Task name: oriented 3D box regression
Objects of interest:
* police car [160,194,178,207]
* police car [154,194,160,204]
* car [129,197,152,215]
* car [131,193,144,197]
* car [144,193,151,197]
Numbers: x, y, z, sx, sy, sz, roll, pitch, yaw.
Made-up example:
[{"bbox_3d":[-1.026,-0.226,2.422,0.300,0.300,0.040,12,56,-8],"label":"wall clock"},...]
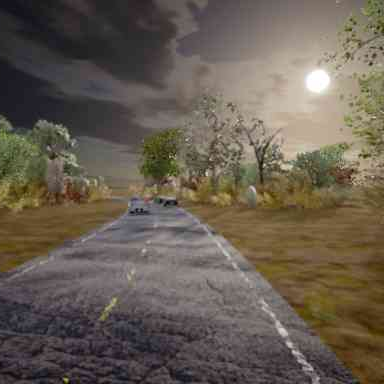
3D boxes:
[{"bbox_3d":[-3.147,1.292,48.361,1.930,1.638,5.238,0,0,-9],"label":"police car"},{"bbox_3d":[-4.949,1.267,58.278,1.930,1.638,5.238,0,0,-11],"label":"police car"},{"bbox_3d":[-4.989,1.481,32.107,1.994,1.385,4.181,0,0,-6],"label":"car"},{"bbox_3d":[-12.108,1.293,72.301,1.837,1.490,4.892,0,0,-13],"label":"car"},{"bbox_3d":[-11.060,0.990,80.377,2.097,1.767,4.553,0,0,-16],"label":"car"}]
